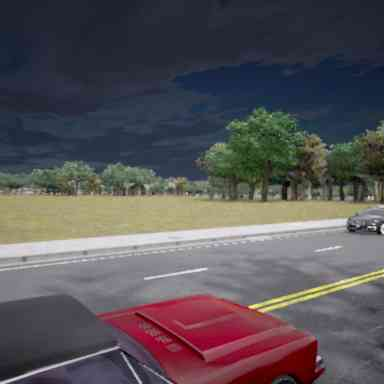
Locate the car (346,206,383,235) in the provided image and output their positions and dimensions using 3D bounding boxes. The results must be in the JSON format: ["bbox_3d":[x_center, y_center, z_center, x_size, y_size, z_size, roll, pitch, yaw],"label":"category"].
[{"bbox_3d":[10.991,1.603,19.501,4.892,1.490,1.837,0,0,-35],"label":"car"}]

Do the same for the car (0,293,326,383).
[{"bbox_3d":[-1.003,1.604,2.724,4.718,1.301,1.895,0,0,-35],"label":"car"}]
